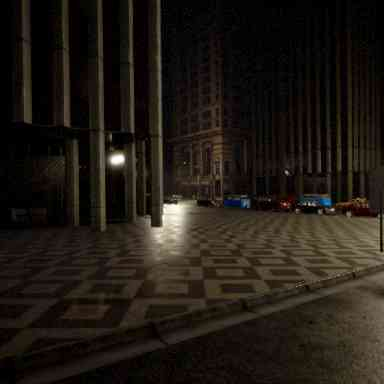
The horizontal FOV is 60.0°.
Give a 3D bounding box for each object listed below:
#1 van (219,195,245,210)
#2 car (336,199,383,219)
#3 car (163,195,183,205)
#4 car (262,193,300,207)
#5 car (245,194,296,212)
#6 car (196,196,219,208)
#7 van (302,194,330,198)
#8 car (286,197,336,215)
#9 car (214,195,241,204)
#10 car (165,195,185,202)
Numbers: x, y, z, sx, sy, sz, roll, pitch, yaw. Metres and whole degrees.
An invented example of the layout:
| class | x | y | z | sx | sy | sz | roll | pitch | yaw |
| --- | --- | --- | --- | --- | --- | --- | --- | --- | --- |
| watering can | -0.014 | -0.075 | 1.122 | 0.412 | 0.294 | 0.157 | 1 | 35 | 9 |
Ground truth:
| class | x | y | z | sx | sy | sz | roll | pitch | yaw |
| --- | --- | --- | --- | --- | --- | --- | --- | --- | --- |
| van | 5.652 | 1.294 | 42.342 | 1.690 | 1.788 | 3.998 | -1 | 1 | -36 |
| car | 15.344 | 1.567 | 28.895 | 1.887 | 1.381 | 4.507 | -1 | 1 | -36 |
| car | -4.036 | 1.439 | 55.793 | 2.008 | 1.369 | 4.403 | -1 | 1 | -36 |
| car | 12.582 | 1.130 | 47.316 | 2.192 | 1.841 | 5.009 | -1 | 1 | -36 |
| car | 8.882 | 1.290 | 37.858 | 2.192 | 1.841 | 5.009 | -1 | 1 | -36 |
| car | 2.424 | 1.372 | 46.825 | 1.967 | 1.590 | 4.097 | -1 | 1 | -36 |
| van | 15.811 | 1.178 | 42.832 | 1.690 | 1.788 | 3.998 | -1 | 1 | -36 |
| car | 12.114 | 1.549 | 33.378 | 2.008 | 1.369 | 4.403 | -1 | 1 | -36 |
| car | 6.029 | 1.296 | 56.423 | 1.752 | 1.417 | 4.829 | -1 | 1 | -36 |
| car | -3.555 | 1.258 | 69.737 | 2.008 | 1.369 | 4.403 | -1 | 1 | -36 |
